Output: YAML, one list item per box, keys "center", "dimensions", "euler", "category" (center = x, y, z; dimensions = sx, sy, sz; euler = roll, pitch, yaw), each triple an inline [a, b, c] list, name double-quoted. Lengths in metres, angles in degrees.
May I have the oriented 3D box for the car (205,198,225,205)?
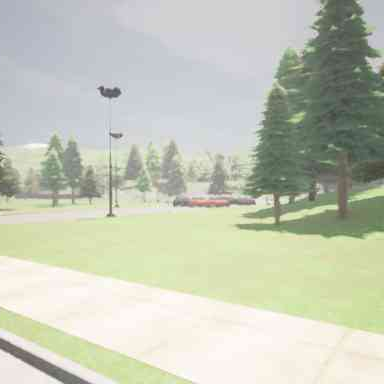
- center: [4.525, 1.865, 65.629]
  dimensions: [1.994, 1.385, 4.181]
  euler: [-1, 0, 36]
  category: "car"

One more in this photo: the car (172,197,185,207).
- center: [-1.358, 1.653, 57.426]
  dimensions: [2.097, 1.767, 4.553]
  euler: [-1, 0, 37]
  category: "car"

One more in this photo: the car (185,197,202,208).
- center: [1.407, 1.623, 55.356]
  dimensions: [2.097, 1.767, 4.553]
  euler: [-1, 0, 37]
  category: "car"

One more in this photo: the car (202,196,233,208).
- center: [4.112, 1.592, 53.125]
  dimensions: [2.097, 1.767, 4.553]
  euler: [-1, 0, 37]
  category: "car"

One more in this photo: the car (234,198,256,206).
- center: [10.133, 1.803, 61.459]
  dimensions: [1.994, 1.385, 4.181]
  euler: [-1, 0, 36]
  category: "car"
